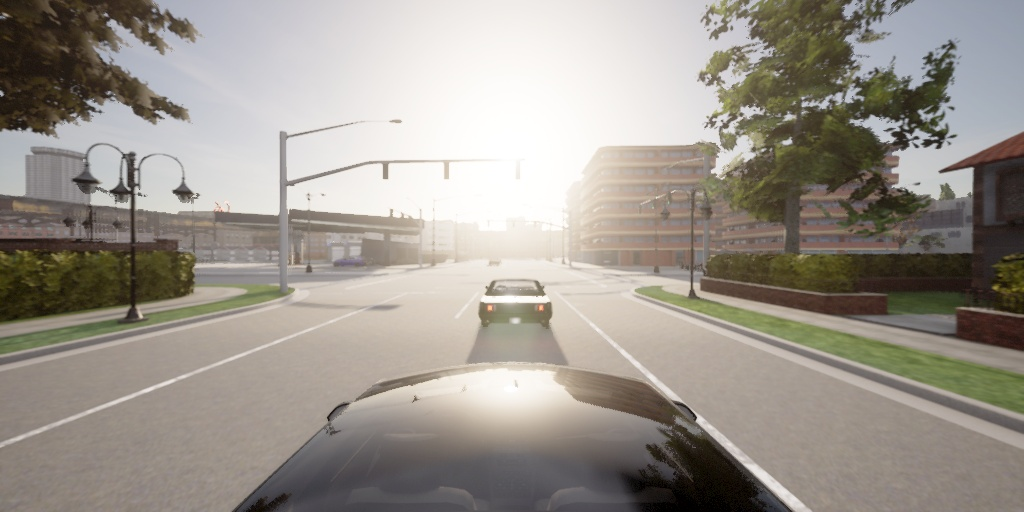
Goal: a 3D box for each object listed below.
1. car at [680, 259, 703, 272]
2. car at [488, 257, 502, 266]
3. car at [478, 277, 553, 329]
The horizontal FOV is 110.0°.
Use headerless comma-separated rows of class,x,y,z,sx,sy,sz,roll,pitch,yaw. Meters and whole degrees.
car,22.570,1.080,41.828,5.357,1.411,2.033,0,0,0
car,-3.161,1.019,62.910,1.895,1.301,4.718,0,0,0
car,0.090,1.300,11.048,1.895,1.301,4.718,0,0,0
